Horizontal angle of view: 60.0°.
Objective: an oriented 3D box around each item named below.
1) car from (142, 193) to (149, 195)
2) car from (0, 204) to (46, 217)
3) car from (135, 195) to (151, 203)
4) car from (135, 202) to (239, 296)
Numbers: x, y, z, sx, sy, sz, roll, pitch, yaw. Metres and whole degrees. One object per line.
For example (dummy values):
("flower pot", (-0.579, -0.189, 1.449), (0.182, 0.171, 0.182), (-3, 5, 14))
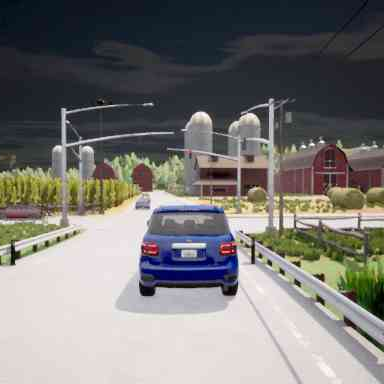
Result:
("car", (-8.821, 1.031, 63.171), (2.097, 1.767, 4.553), (0, 1, -7))
("car", (-15.192, 1.778, 29.402), (4.181, 1.385, 1.994), (0, 1, -6))
("car", (-6.220, 1.536, 42.265), (1.812, 1.442, 4.674), (0, 1, -7))
("car", (-0.106, 1.366, 9.096), (2.150, 2.045, 5.566), (0, -2, -1))
